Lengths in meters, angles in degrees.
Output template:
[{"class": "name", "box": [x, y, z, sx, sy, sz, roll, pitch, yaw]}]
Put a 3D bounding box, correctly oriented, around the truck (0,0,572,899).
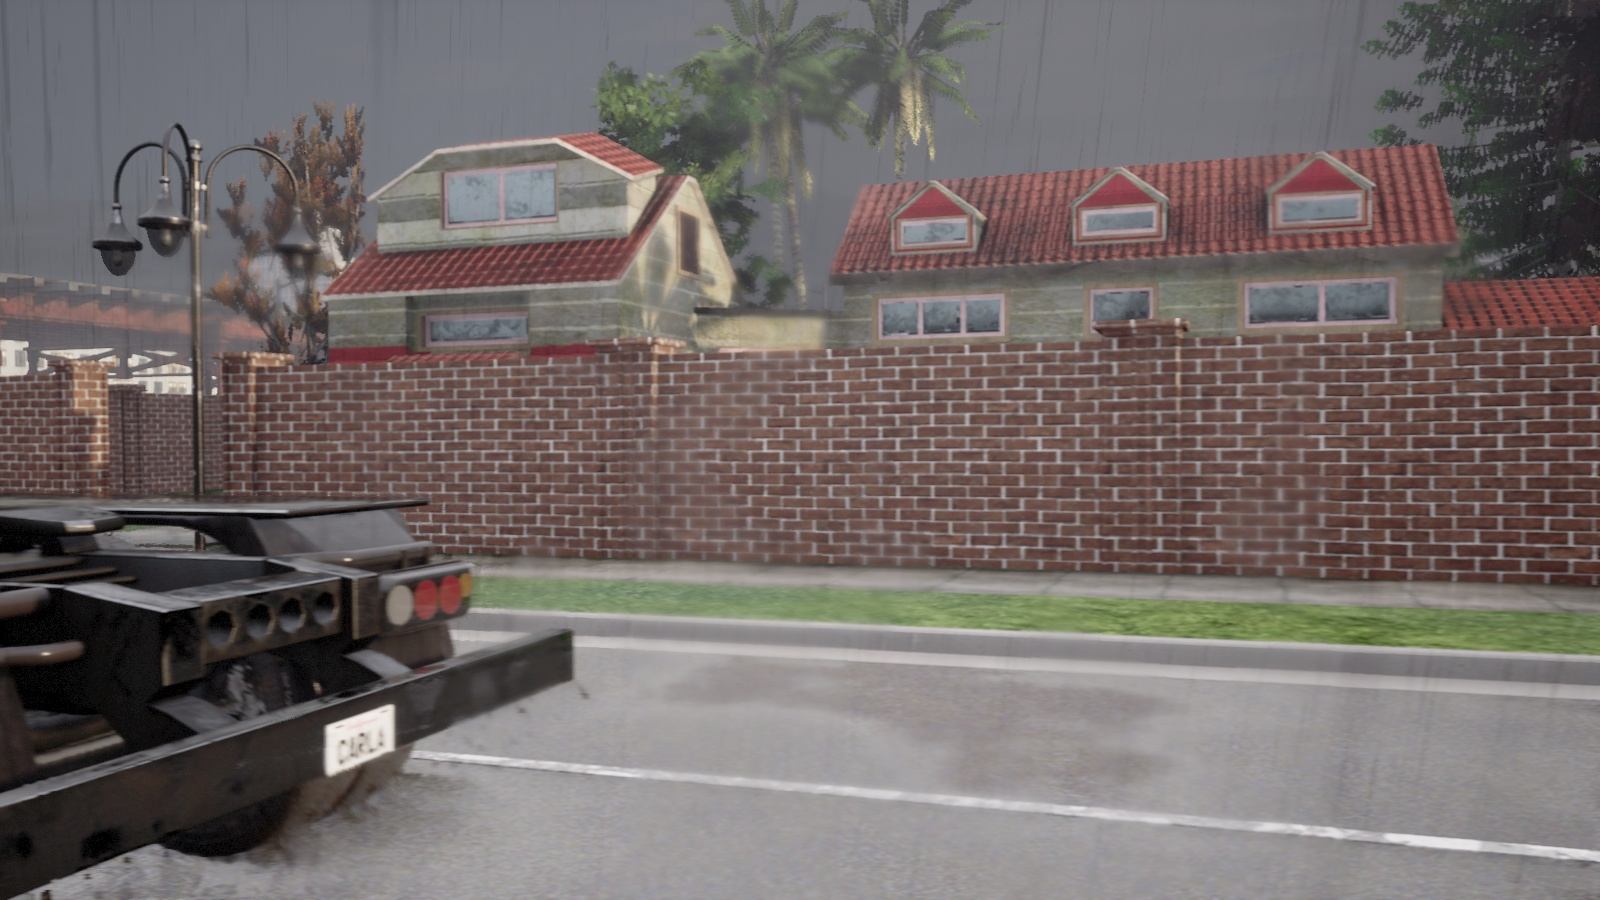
[{"class": "truck", "box": [-5.138, -0.218, 4.907, 7.936, 3.462, 2.891, 0, 1, 19]}]
